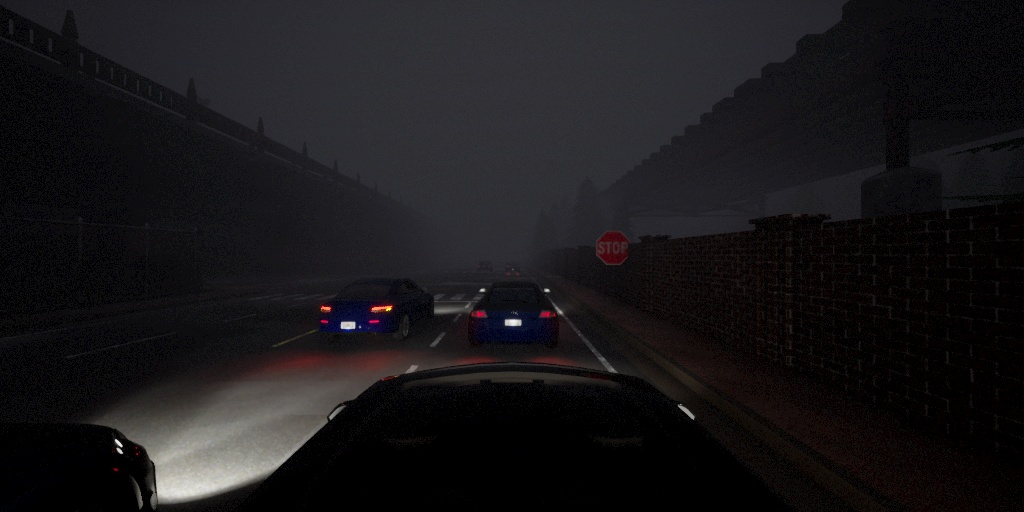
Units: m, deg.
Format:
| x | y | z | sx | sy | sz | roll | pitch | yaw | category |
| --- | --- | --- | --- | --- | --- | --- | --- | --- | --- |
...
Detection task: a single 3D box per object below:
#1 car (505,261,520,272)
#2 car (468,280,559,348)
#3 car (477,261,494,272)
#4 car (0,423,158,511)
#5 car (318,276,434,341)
| x | y | z | sx | sy | sz | roll | pitch | yaw | category |
| --- | --- | --- | --- | --- | --- | --- | --- | --- | --- |
| 0.082 | 1.351 | 46.056 | 1.895 | 1.301 | 4.718 | 0 | 0 | -1 | car |
| 0.066 | 1.314 | 9.238 | 1.994 | 1.385 | 4.181 | 0 | 0 | 1 | car |
| -3.413 | 1.297 | 45.889 | 2.033 | 1.411 | 5.357 | 0 | 0 | -1 | car |
| -3.398 | 1.314 | 0.663 | 1.994 | 1.385 | 4.181 | 0 | 0 | 0 | car |
| -3.416 | 1.276 | 9.759 | 1.812 | 1.442 | 4.674 | 0 | 0 | 0 | car |
